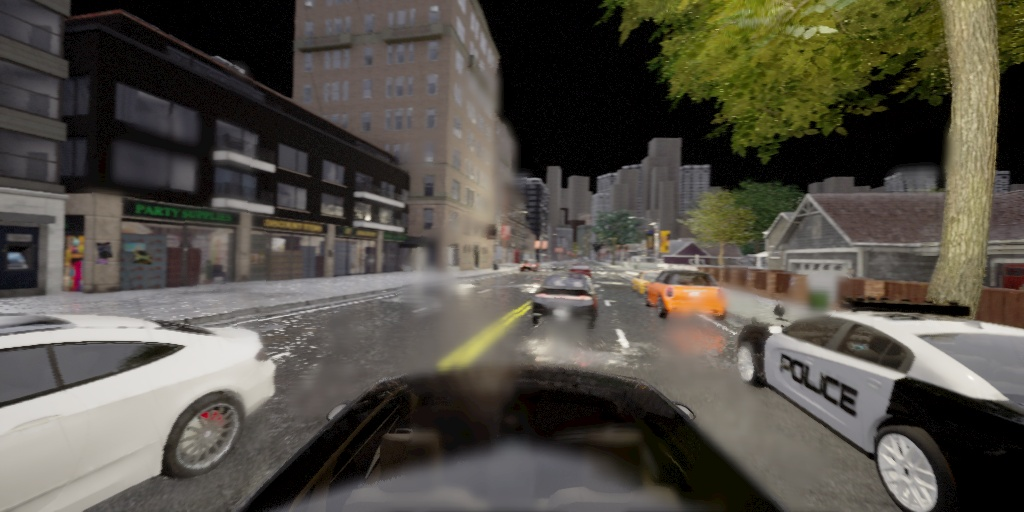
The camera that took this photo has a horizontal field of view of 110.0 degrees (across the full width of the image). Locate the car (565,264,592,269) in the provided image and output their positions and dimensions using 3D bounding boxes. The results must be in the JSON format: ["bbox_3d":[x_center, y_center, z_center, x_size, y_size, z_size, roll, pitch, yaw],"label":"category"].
[{"bbox_3d":[5.986,1.439,31.425,1.882,1.535,5.008,2,0,12],"label":"car"}]

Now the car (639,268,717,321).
[{"bbox_3d":[6.480,1.314,13.872,2.097,1.767,4.553,2,0,12],"label":"car"}]

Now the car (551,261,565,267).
[{"bbox_3d":[6.854,1.528,51.664,1.837,1.490,4.892,2,0,12],"label":"car"}]

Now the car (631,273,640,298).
[{"bbox_3d":[7.768,1.463,19.956,1.801,1.575,5.366,2,0,12],"label":"car"}]

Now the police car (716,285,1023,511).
[{"bbox_3d":[4.431,1.316,4.226,1.930,1.638,5.238,2,0,12],"label":"police car"}]

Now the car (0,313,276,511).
[{"bbox_3d":[-3.769,1.158,2.070,1.812,1.442,4.674,2,0,12],"label":"car"}]

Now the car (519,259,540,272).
[{"bbox_3d":[2.311,1.209,46.163,2.097,1.767,4.553,2,0,12],"label":"car"}]

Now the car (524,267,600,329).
[{"bbox_3d":[1.800,1.306,11.701,2.128,1.511,4.902,2,0,12],"label":"car"}]
